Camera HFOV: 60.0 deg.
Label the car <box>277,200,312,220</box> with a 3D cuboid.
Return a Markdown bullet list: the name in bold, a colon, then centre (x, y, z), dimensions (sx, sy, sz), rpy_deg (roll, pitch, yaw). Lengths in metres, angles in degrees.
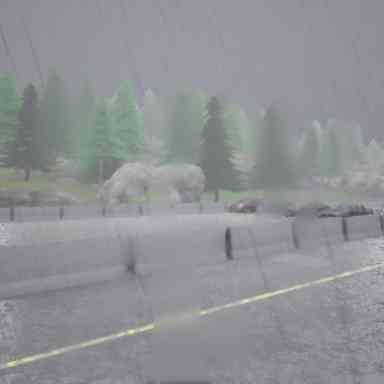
- **car**: centre (9.829, 1.493, 28.208), dimensions (5.008, 1.535, 1.882), rpy_deg (0, 0, -35)

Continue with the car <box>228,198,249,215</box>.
- **car**: centre (5.816, 1.370, 33.943), dimensions (4.553, 1.767, 2.097), rpy_deg (0, 0, -35)

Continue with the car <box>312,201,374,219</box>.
- **car**: centre (11.792, 1.561, 25.312), dimensions (5.357, 1.411, 2.033), rpy_deg (0, 0, -36)

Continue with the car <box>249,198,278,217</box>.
- **car**: centre (8.103, 1.510, 31.276), dimensions (4.902, 1.511, 2.128), rpy_deg (0, 0, -35)
